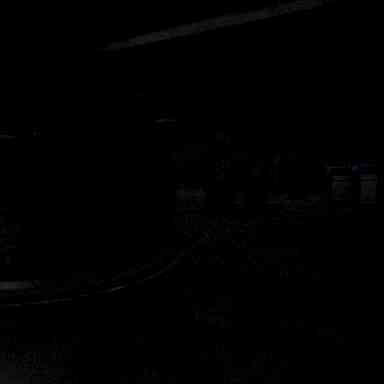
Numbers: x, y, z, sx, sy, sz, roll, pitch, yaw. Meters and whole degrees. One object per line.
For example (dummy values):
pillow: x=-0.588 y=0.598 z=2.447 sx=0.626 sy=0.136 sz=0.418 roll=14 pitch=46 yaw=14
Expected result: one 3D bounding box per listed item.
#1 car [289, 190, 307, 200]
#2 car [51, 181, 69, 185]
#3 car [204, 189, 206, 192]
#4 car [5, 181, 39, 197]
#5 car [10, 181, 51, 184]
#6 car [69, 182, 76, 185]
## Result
car: x=17.568 y=0.467 z=54.925 sx=1.812 sy=1.442 sz=4.674 roll=2 pitch=2 yaw=36
car: x=-26.788 y=-1.260 z=65.469 sx=3.866 sy=1.878 sz=1.905 roll=2 pitch=2 yaw=35
car: x=4.875 y=-0.314 z=65.613 sx=5.027 sy=1.636 sz=2.152 roll=2 pitch=2 yaw=35
car: x=-21.776 y=-0.468 z=42.440 sx=4.605 sy=1.855 sz=1.932 roll=2 pitch=2 yaw=35
car: x=-17.244 y=-0.181 z=35.223 sx=3.866 sy=1.878 sz=1.905 roll=2 pitch=2 yaw=35
car: x=-25.450 y=-1.285 z=68.081 sx=4.605 sy=1.855 sz=1.932 roll=2 pitch=2 yaw=35
